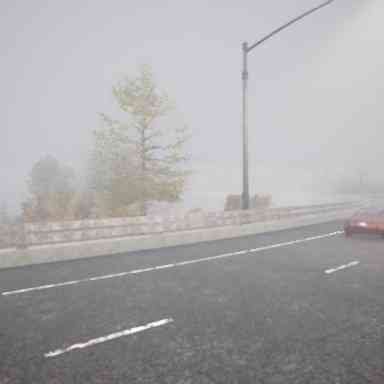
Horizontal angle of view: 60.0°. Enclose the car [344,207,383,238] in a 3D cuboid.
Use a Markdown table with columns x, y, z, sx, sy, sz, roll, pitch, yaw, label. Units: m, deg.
| x | y | z | sx | sy | sz | roll | pitch | yaw | label |
| --- | --- | --- | --- | --- | --- | --- | --- | --- | --- |
| 9.381 | 1.462 | 16.931 | 1.994 | 1.385 | 4.181 | 0 | 0 | 45 | car |
